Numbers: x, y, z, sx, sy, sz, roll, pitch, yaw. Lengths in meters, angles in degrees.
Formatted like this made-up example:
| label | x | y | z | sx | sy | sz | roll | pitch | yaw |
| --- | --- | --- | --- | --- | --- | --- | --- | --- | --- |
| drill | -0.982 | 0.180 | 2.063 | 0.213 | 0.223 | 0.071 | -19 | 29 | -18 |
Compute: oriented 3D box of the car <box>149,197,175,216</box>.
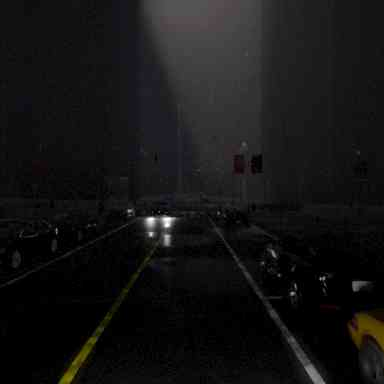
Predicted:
| label | x | y | z | sx | sy | sz | roll | pitch | yaw |
| --- | --- | --- | --- | --- | --- | --- | --- | --- | --- |
| car | -3.000 | 1.568 | 32.650 | 1.837 | 1.490 | 4.892 | 0 | 0 | 0 |

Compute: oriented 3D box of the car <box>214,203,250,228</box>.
| label | x | y | z | sx | sy | sz | roll | pitch | yaw |
| --- | --- | --- | --- | --- | --- | --- | --- | --- | --- |
| car | 2.764 | 1.553 | 22.028 | 2.008 | 1.369 | 4.403 | 0 | 0 | 0 |

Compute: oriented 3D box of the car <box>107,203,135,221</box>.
| label | x | y | z | sx | sy | sz | roll | pitch | yaw |
| --- | --- | --- | --- | --- | --- | --- | --- | --- | --- |
| car | -5.761 | 1.554 | 27.024 | 2.008 | 1.369 | 4.403 | 0 | 0 | 0 |

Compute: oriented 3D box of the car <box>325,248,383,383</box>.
| label | x | y | z | sx | sy | sz | roll | pitch | yaw |
| --- | --- | --- | --- | --- | --- | --- | --- | --- | --- |
| car | 2.764 | 1.522 | 2.213 | 1.752 | 1.417 | 4.829 | 0 | 0 | 0 |

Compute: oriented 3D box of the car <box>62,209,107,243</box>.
| label | x | y | z | sx | sy | sz | roll | pitch | yaw |
| --- | --- | --- | --- | --- | --- | --- | --- | --- | --- |
| car | -5.761 | 1.544 | 16.135 | 1.887 | 1.381 | 4.507 | 0 | 0 | 0 |

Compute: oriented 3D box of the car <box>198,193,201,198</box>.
| label | x | y | z | sx | sy | sz | roll | pitch | yaw |
| --- | --- | --- | --- | --- | --- | --- | --- | --- | --- |
| car | 3.053 | 1.588 | 80.229 | 2.008 | 1.369 | 4.403 | 0 | 0 | 1 |

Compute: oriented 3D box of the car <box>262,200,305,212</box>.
| label | x | y | z | sx | sy | sz | roll | pitch | yaw |
| --- | --- | --- | --- | --- | --- | --- | --- | --- | --- |
| car | 11.565 | 1.718 | 42.555 | 5.357 | 1.411 | 2.033 | 1 | 0 | 0 |

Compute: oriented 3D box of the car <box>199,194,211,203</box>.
| label | x | y | z | sx | sy | sz | roll | pitch | yaw |
| --- | --- | --- | --- | --- | --- | --- | --- | --- | --- |
| car | 2.953 | 1.580 | 69.204 | 2.008 | 1.369 | 4.403 | 0 | 0 | 1 |

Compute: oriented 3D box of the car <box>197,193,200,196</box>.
| label | x | y | z | sx | sy | sz | roll | pitch | yaw |
| --- | --- | --- | --- | --- | --- | --- | --- | --- | --- |
| car | 3.103 | 1.357 | 85.742 | 2.192 | 1.841 | 5.009 | 0 | 0 | 1 |

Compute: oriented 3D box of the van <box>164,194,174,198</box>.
| label | x | y | z | sx | sy | sz | roll | pitch | yaw |
| --- | --- | --- | --- | --- | --- | --- | --- | --- | --- |
| van | -5.522 | 1.374 | 74.792 | 1.690 | 1.788 | 3.998 | 0 | 0 | 1 |

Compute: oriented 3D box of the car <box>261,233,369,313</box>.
| label | x | y | z | sx | sy | sz | roll | pitch | yaw |
| --- | --- | --- | --- | --- | --- | --- | --- | --- | --- |
| car | 2.764 | 1.564 | 7.457 | 1.947 | 1.339 | 4.313 | 0 | 0 | 0 |

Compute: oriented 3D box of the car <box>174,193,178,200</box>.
| label | x | y | z | sx | sy | sz | roll | pitch | yaw |
| --- | --- | --- | --- | --- | --- | --- | --- | --- | --- |
| car | -5.422 | 1.608 | 85.816 | 1.947 | 1.339 | 4.313 | 0 | 0 | 1 |

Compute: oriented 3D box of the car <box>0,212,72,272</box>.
| label | x | y | z | sx | sy | sz | roll | pitch | yaw |
| --- | --- | --- | --- | --- | --- | --- | --- | --- | --- |
| car | -5.761 | 1.549 | 10.691 | 2.008 | 1.369 | 4.403 | 0 | 0 | 0 |
